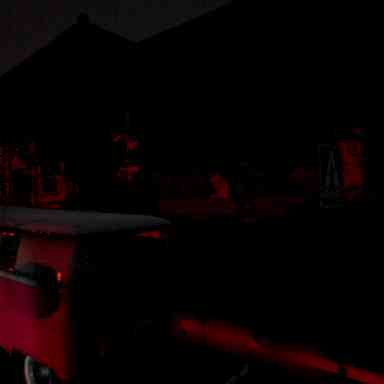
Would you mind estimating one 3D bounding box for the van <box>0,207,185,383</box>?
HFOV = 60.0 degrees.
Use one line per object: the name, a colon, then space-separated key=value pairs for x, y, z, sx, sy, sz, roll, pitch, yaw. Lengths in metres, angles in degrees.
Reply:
van: x=-2.312 y=1.253 z=4.964 sx=4.442 sy=1.987 sz=1.878 roll=0 pitch=0 yaw=35
